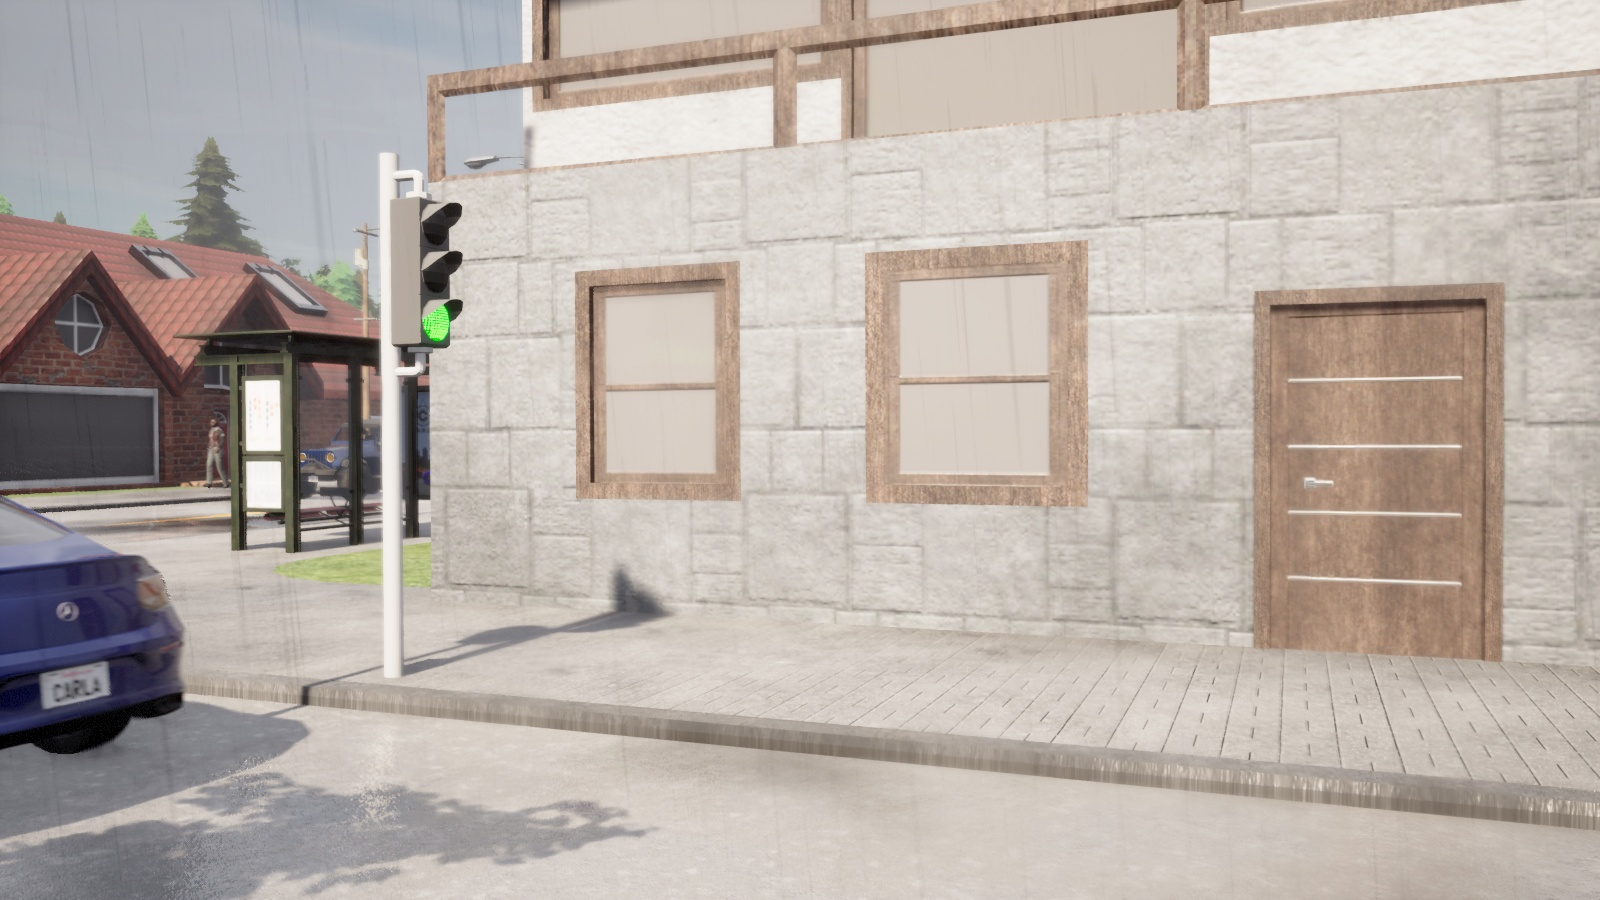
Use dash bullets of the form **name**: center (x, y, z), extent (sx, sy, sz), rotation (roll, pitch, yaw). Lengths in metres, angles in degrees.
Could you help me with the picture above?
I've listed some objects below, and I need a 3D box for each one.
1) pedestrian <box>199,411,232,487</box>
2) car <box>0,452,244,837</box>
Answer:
- **pedestrian**: center (-15.058, -0.038, 32.356), extent (0.402, 1.930, 0.666), rotation (1, 1, 23)
- **car**: center (-5.131, 0.738, 5.928), extent (4.674, 1.442, 1.812), rotation (1, 1, 21)
